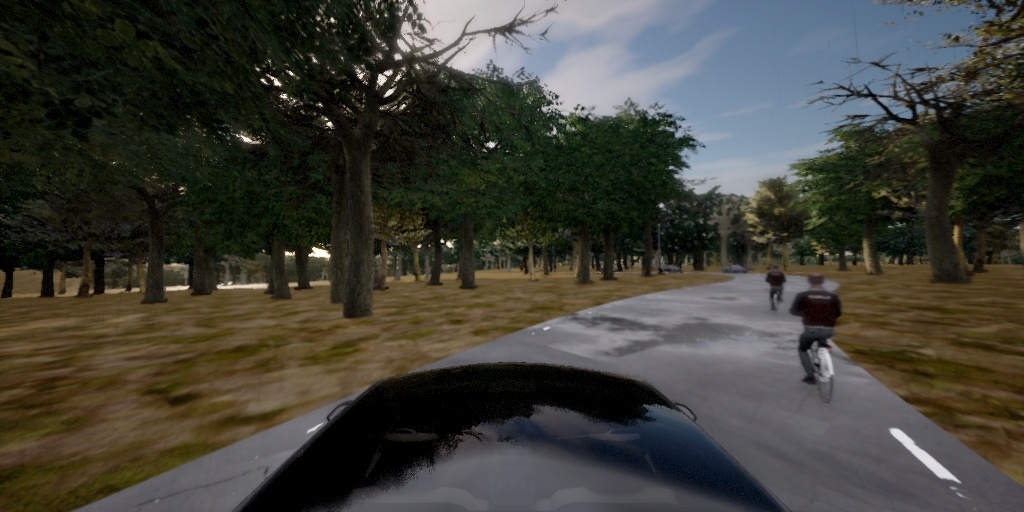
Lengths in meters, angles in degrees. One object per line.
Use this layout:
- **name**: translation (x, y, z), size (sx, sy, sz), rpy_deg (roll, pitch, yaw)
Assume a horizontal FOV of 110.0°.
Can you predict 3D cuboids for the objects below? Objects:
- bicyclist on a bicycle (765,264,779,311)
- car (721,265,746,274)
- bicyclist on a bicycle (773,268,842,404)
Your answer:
- **bicyclist on a bicycle**: translation (9.286, 1.173, 12.614), size (0.659, 1.776, 1.843), rpy_deg (0, 0, 37)
- **car**: translation (33.027, 1.962, 53.574), size (1.994, 1.385, 4.181), rpy_deg (0, -2, 6)
- **bicyclist on a bicycle**: translation (4.536, 1.133, 5.406), size (0.659, 1.776, 1.843), rpy_deg (0, 0, 29)
